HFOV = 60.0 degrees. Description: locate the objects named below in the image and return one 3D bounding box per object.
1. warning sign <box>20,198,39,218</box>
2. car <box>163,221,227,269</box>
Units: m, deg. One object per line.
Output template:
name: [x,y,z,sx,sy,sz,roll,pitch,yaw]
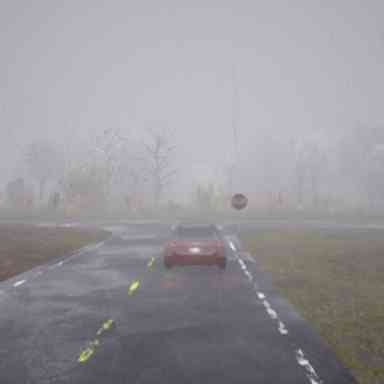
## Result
warning sign: [-15.382,1.461,31.490,1.060,1.860,1.300,0,-1,2]
car: [0.160,1.683,11.669,1.994,1.385,4.181,0,-1,2]
